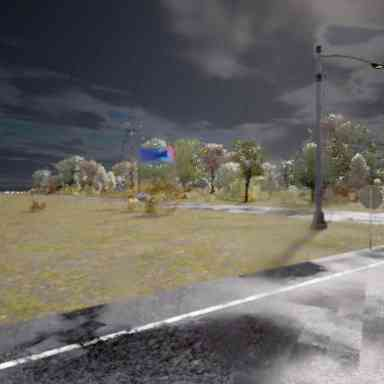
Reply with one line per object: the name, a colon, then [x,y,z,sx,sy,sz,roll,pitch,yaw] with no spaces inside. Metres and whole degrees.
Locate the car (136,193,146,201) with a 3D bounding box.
car: [-9.801,1.014,65.537,2.097,1.767,4.553,0,0,-34]
